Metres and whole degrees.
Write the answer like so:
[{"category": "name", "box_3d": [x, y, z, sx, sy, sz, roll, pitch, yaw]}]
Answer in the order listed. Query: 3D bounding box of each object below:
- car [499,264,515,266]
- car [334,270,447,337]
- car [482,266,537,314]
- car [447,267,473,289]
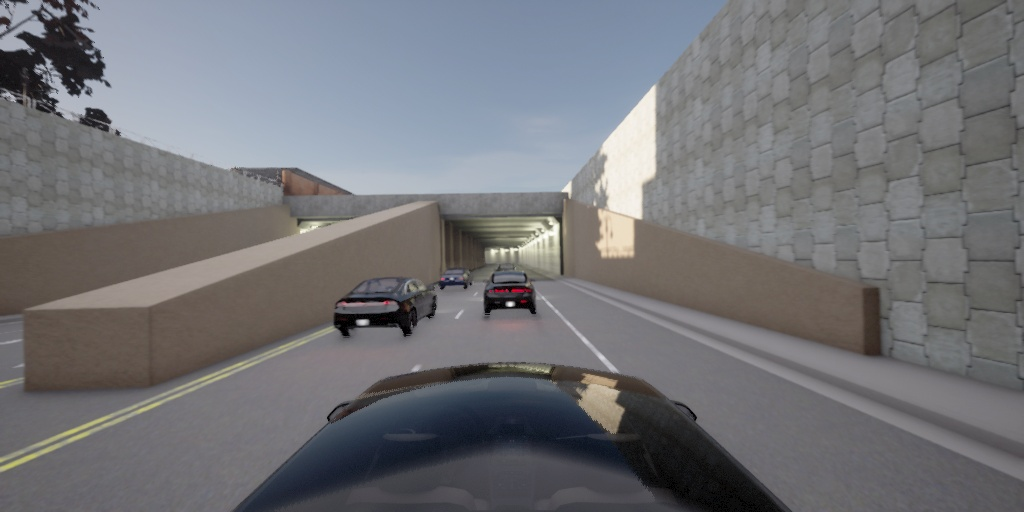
[{"category": "car", "box_3d": [-0.408, 1.401, 29.141, 2.128, 1.511, 4.902, -1, 0, -1]}, {"category": "car", "box_3d": [-3.552, 1.374, 10.887, 2.128, 1.511, 4.902, -1, 0, -1]}, {"category": "car", "box_3d": [-0.096, 1.325, 14.132, 1.837, 1.490, 4.892, -1, 0, -1]}, {"category": "car", "box_3d": [-3.854, 1.516, 25.336, 2.033, 1.411, 5.357, -1, 0, -1]}]
